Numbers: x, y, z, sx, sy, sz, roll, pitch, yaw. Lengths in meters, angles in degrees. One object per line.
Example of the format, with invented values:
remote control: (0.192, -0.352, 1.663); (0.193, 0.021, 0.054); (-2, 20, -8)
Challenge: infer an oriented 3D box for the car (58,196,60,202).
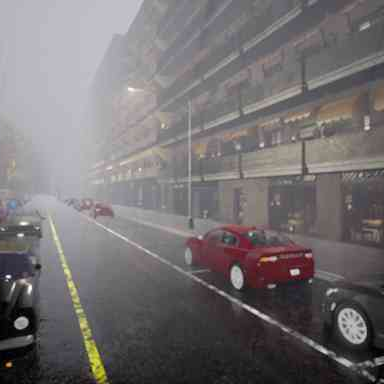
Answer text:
car: (-29.027, 1.638, 75.834); (1.752, 1.417, 4.829); (0, 0, -24)

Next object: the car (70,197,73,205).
car: (-15.019, 1.628, 44.908); (1.802, 1.307, 4.206); (0, 0, -24)

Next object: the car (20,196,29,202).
car: (-38.914, 1.707, 77.350); (1.802, 1.307, 4.206); (0, 0, -24)

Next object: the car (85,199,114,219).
car: (-8.049, 1.602, 29.520); (1.802, 1.307, 4.206); (0, 0, -24)

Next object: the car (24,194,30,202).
car: (-31.945, 1.399, 61.965); (2.192, 1.841, 5.009); (0, 0, -24)

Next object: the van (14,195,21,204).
van: (-22.653, 1.385, 41.450); (1.690, 1.788, 3.998); (0, 0, -24)

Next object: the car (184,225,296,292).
car: (1.242, 1.546, 9.008); (1.887, 1.381, 4.507); (0, 0, -24)

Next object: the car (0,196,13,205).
car: (-15.684, 1.333, 26.063); (2.192, 1.841, 5.009); (0, 0, -24)

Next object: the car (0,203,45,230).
car: (-8.785, 1.551, 17.357); (2.033, 1.411, 5.357); (0, 0, -24)

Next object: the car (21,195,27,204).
car: (-27.299, 1.628, 51.707); (1.947, 1.339, 4.313); (0, 0, -24)

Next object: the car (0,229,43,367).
car: (-3.521, 1.601, 5.496); (1.895, 1.301, 4.718); (0, 0, -25)

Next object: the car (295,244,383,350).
car: (3.565, 1.552, 3.879); (2.008, 1.369, 4.403); (0, 0, -24)

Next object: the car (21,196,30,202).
car: (-41.237, 1.685, 82.479); (1.887, 1.381, 4.507); (0, 0, -24)

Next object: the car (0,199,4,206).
car: (-13.359, 1.450, 20.934); (1.967, 1.590, 4.097); (0, 0, -24)

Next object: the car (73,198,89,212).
car: (-12.696, 1.478, 39.779); (1.967, 1.590, 4.097); (0, 0, -24)

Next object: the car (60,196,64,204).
car: (-24.311, 1.526, 65.422); (1.967, 1.590, 4.097); (0, 0, -24)

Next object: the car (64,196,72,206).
car: (-19.666, 1.630, 55.165); (1.947, 1.339, 4.313); (0, 0, -24)
